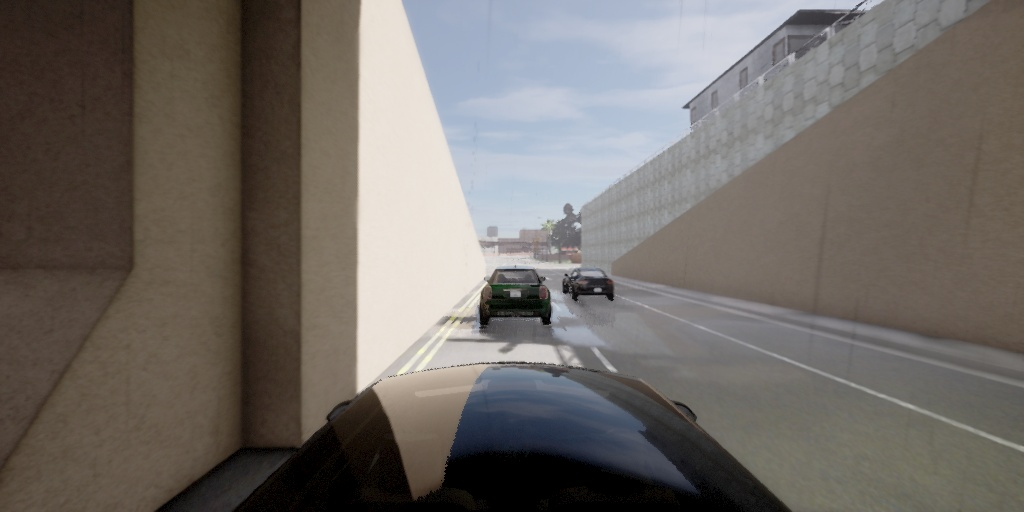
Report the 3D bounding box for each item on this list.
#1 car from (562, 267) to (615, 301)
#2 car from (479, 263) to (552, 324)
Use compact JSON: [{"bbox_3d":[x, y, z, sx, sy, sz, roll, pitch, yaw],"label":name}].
[{"bbox_3d":[3.586,1.266,17.304,1.812,1.442,4.674,0,0,0],"label":"car"},{"bbox_3d":[0.100,1.096,12.146,2.097,1.767,4.553,0,0,0],"label":"car"}]
